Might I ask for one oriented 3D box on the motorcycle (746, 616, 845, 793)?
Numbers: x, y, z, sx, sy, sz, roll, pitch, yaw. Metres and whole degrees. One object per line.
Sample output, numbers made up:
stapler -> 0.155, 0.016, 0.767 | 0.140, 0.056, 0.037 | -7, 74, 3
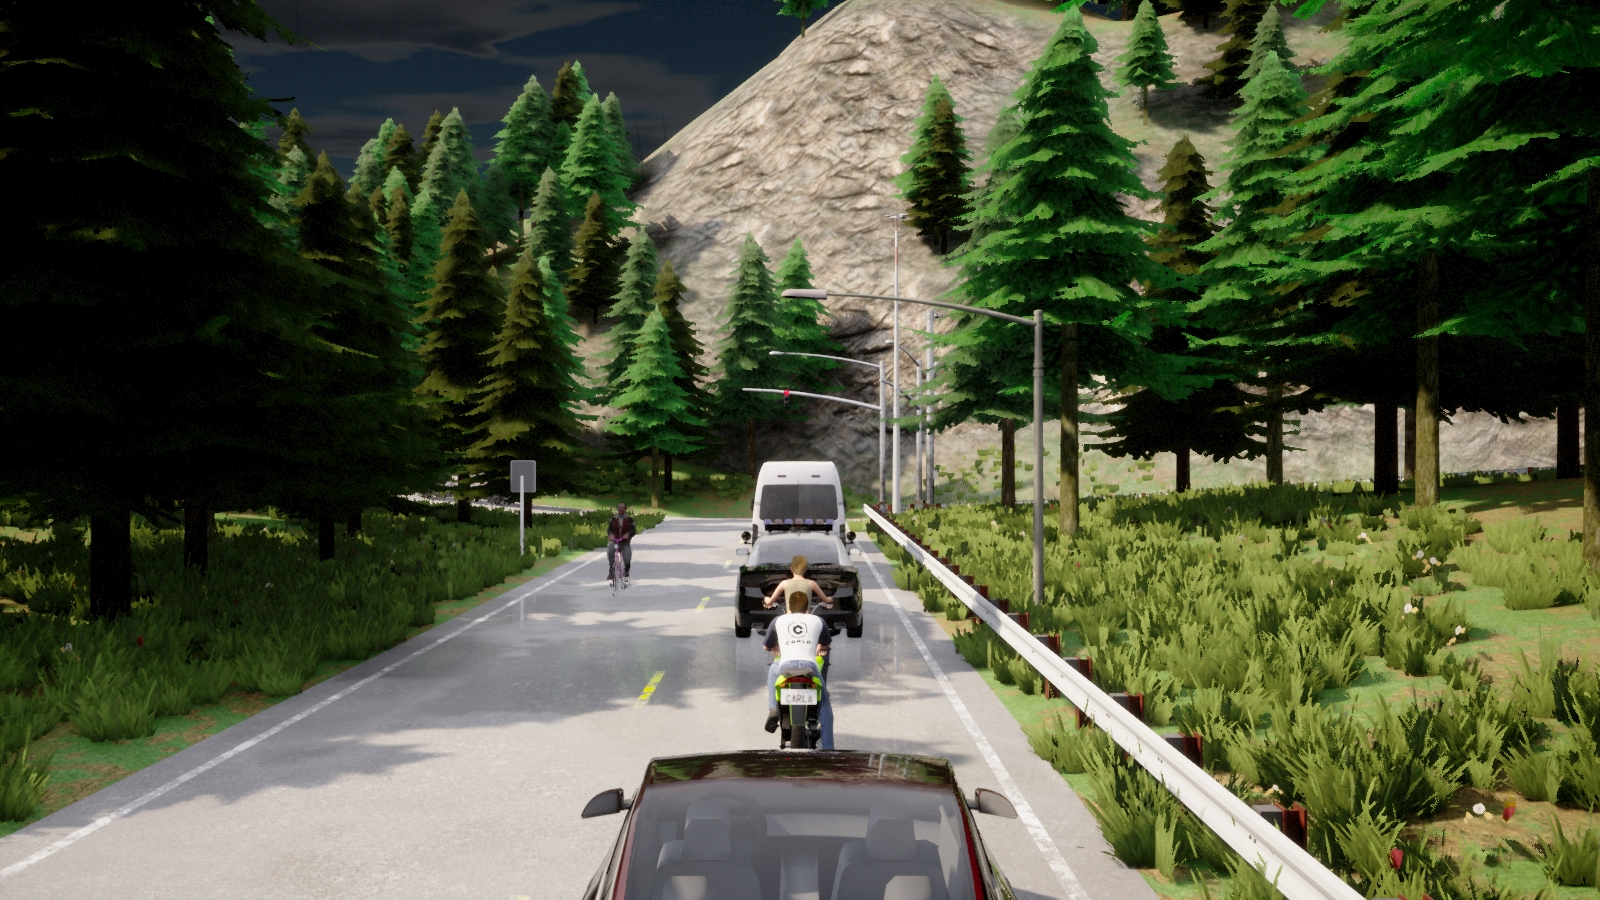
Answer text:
motorcycle -> -0.033, 2.213, 10.287 | 0.803, 1.145, 2.033 | 0, 0, 0

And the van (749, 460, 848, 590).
van -> -0.039, 1.534, 25.918 | 1.988, 2.561, 5.915 | 0, 0, 0

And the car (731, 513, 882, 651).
car -> 0.090, 1.982, 18.501 | 2.097, 1.638, 5.238 | 0, 0, 0

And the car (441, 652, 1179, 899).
car -> 0.027, 2.063, 5.080 | 2.163, 1.488, 4.792 | 0, 0, 0

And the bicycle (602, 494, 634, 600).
bicycle -> -3.521, 1.836, 22.157 | 0.329, 1.919, 1.835 | 0, 0, 0
